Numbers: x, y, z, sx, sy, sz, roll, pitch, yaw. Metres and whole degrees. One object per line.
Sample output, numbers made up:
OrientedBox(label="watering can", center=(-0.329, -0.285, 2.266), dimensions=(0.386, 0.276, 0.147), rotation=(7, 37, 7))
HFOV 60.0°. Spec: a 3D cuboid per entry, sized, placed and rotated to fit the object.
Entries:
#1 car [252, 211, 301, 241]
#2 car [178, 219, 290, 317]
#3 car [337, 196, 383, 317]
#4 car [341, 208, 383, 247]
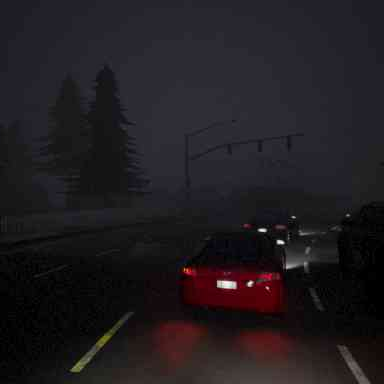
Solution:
OrientedBox(label="car", center=(3.800, 1.564, 15.627), dimensions=(1.994, 1.385, 4.181), rotation=(0, 0, 26))
OrientedBox(label="car", center=(1.134, 1.564, 7.658), dimensions=(1.994, 1.385, 4.181), rotation=(0, 0, 16))
OrientedBox(label="car", center=(4.711, 1.221, 7.295), dimensions=(2.150, 2.045, 5.566), rotation=(0, 0, 15))
OrientedBox(label="car", center=(8.379, 1.564, 15.885), dimensions=(1.994, 1.385, 4.181), rotation=(0, 0, 28))
